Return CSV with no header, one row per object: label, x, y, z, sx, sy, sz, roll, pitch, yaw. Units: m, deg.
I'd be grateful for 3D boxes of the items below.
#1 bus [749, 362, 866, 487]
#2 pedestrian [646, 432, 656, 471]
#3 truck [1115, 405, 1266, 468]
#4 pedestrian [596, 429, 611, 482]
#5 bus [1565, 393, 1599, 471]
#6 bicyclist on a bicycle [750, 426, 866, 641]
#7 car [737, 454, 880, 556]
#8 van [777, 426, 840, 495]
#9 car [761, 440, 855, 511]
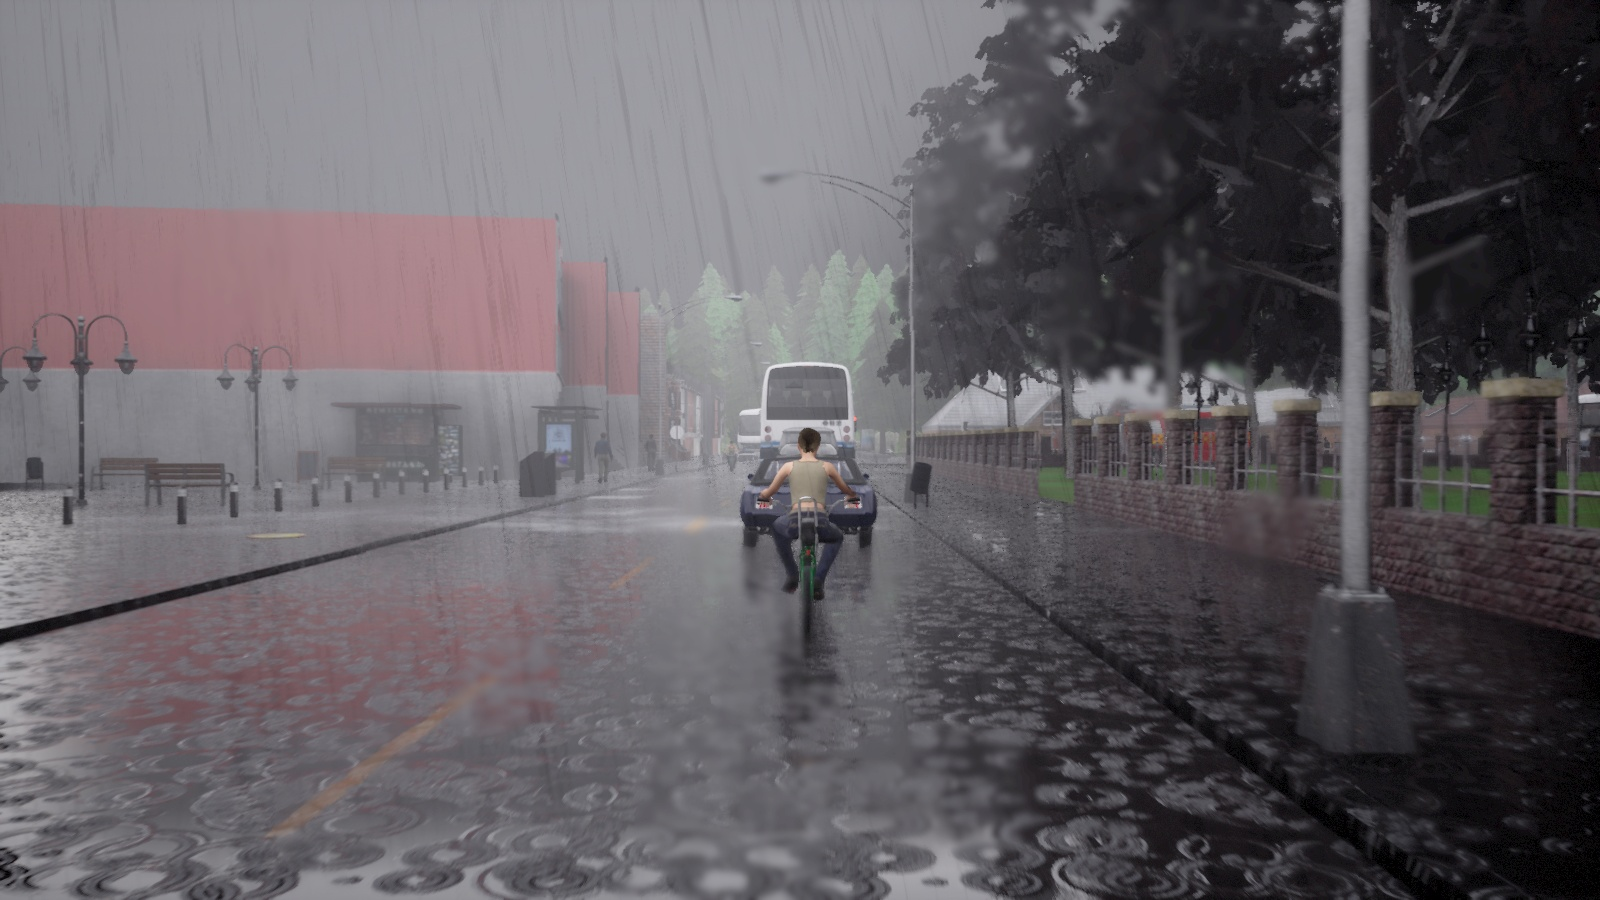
bus,0.332,-0.899,47.815,3.944,4.253,10.273,0,0,1
pedestrian,-7.409,0.093,62.572,0.402,1.930,0.666,0,0,0
truck,24.203,-0.838,78.022,8.468,3.827,2.891,0,0,-1
pedestrian,-6.867,0.204,43.805,0.370,1.835,0.726,0,0,3
bus,45.297,-0.966,66.019,3.944,4.253,10.273,0,0,0
bicyclist on a bicycle,0.068,0.626,10.185,0.866,1.612,1.509,0,0,1
car,0.125,0.740,19.042,1.895,1.301,4.718,0,0,0
van,0.257,0.285,38.078,1.775,1.987,4.442,0,0,0
car,0.194,0.529,29.091,2.007,1.525,4.514,0,0,0
